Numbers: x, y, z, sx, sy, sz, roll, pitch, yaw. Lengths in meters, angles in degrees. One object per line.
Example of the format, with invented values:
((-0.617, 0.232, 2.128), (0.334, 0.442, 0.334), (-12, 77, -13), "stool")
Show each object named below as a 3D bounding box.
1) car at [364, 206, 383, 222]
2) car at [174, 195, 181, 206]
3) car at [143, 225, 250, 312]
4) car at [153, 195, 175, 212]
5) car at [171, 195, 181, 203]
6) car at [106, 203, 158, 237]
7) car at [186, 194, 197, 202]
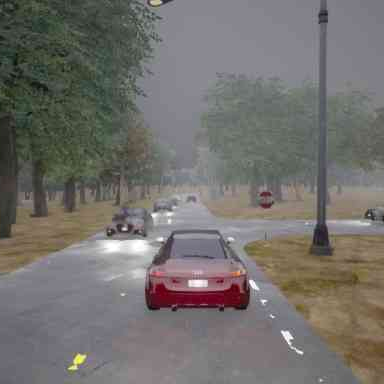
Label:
((13.896, 1.346, 22.252), (4.181, 1.385, 1.994), (-1, 1, 2), "car")
((-3.194, 1.407, 51.853), (2.033, 1.411, 5.357), (0, 0, 0), "car")
((0.090, 1.558, 7.796), (1.994, 1.385, 4.181), (0, 0, 0), "car")
((-3.185, 1.430, 37.289), (1.837, 1.490, 4.892), (0, 0, 0), "car")
((-3.175, 1.294, 66.326), (1.812, 1.442, 4.674), (0, 0, 0), "car")
((-3.136, 1.527, 17.495), (1.994, 1.385, 4.181), (1, 0, 0), "car")
((-0.064, 1.255, 68.696), (1.837, 1.490, 4.892), (0, 0, 0), "car")
